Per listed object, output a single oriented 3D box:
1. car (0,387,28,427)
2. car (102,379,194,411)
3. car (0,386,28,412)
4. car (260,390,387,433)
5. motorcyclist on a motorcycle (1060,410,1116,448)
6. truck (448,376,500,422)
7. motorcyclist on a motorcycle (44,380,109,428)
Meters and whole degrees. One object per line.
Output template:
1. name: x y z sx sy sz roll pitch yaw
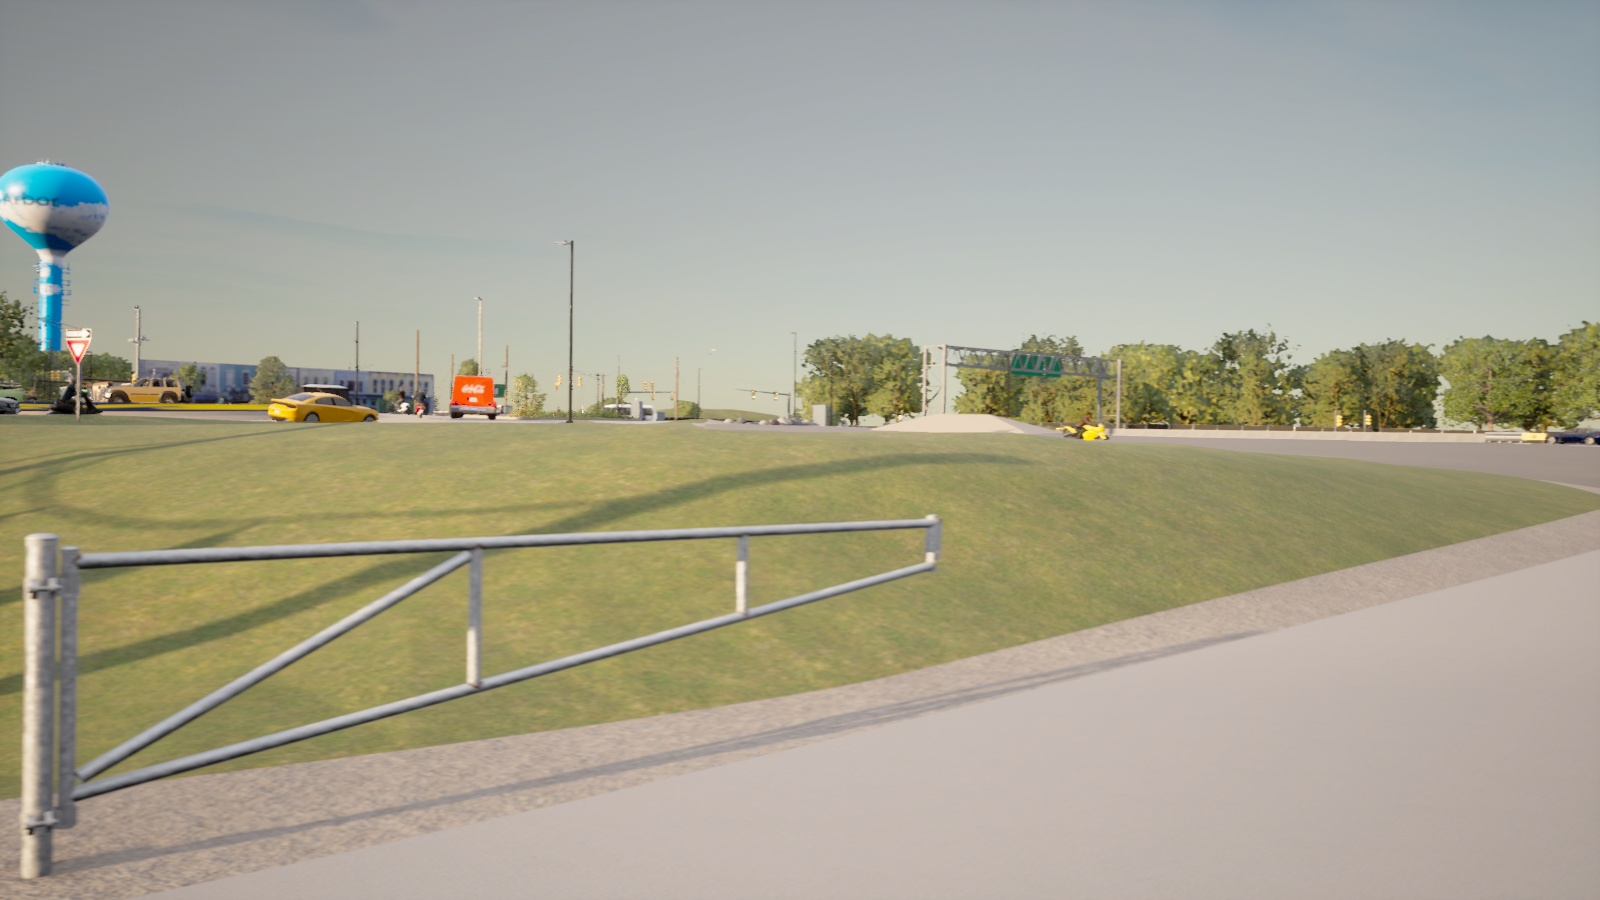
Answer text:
1. car: -31.345 -1.615 46.177 4.674 1.442 1.812 1 3 -13
2. car: -39.495 -3.332 76.144 4.605 1.855 1.932 0 1 -10
3. car: -49.456 -3.079 75.949 4.514 1.525 2.007 -1 1 -38
4. car: -20.765 -1.649 54.971 1.882 1.535 5.008 9 4 30
5. motorcyclist on a motorcycle: 11.763 -0.859 51.302 2.044 1.523 0.797 0 0 34
6. truck: -18.773 -2.933 72.551 2.627 2.467 5.204 2 2 -12
7. motorcyclist on a motorcycle: -25.610 -1.604 44.474 1.817 1.590 0.866 1 -2 -44
